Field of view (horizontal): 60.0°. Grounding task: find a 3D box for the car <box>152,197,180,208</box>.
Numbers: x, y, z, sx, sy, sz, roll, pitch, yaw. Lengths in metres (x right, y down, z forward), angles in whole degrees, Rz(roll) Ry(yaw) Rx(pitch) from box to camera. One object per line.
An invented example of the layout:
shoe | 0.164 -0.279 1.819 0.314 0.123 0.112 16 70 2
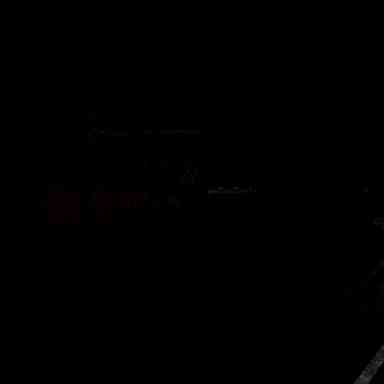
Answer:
car | -4.240 1.533 48.970 5.008 1.535 1.882 0 0 7
